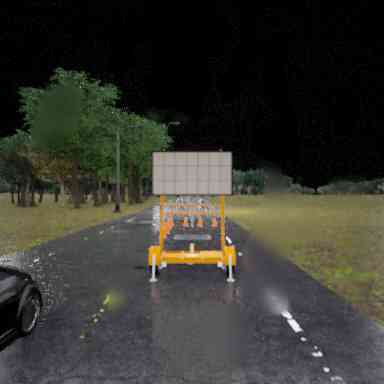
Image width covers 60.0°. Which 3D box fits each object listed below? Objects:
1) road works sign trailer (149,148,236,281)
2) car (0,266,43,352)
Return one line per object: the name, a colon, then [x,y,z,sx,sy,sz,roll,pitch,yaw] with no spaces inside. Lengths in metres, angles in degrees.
road works sign trailer: [0.007,0.509,9.955,2.380,3.560,2.880,0,0,0]
car: [-3.494,1.585,3.891,1.994,1.385,4.181,0,0,0]
